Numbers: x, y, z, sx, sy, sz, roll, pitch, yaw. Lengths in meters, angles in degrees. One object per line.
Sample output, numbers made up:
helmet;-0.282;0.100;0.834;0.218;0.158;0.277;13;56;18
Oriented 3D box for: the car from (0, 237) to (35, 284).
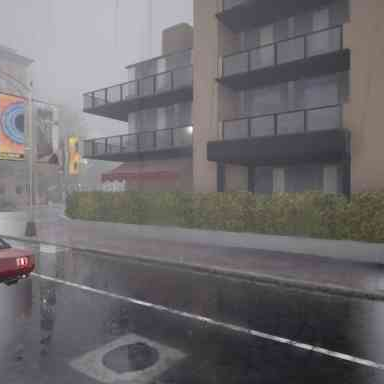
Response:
car;-6.009;1.601;8.266;4.718;1.301;1.895;0;0;35
